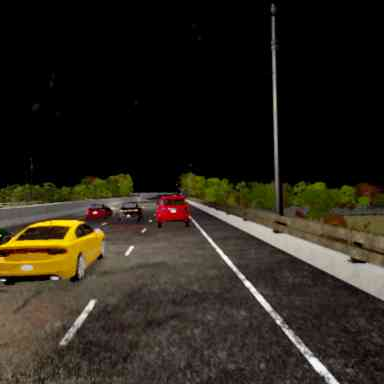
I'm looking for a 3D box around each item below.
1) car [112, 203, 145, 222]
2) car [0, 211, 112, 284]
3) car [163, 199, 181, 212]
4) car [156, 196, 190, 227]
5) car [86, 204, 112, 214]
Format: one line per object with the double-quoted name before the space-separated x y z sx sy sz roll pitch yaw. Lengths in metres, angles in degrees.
"car" -5.173 1.694 28.619 2.128 1.511 4.902 -1 0 -4
"car" -3.950 1.599 10.108 1.882 1.535 5.008 -1 0 -4
"car" -2.617 1.675 42.986 2.128 1.511 4.902 -1 0 -4
"car" -1.376 1.325 24.099 2.150 2.045 5.566 -1 0 -4
"car" -8.906 1.862 32.082 1.994 1.385 4.181 -1 0 -4
